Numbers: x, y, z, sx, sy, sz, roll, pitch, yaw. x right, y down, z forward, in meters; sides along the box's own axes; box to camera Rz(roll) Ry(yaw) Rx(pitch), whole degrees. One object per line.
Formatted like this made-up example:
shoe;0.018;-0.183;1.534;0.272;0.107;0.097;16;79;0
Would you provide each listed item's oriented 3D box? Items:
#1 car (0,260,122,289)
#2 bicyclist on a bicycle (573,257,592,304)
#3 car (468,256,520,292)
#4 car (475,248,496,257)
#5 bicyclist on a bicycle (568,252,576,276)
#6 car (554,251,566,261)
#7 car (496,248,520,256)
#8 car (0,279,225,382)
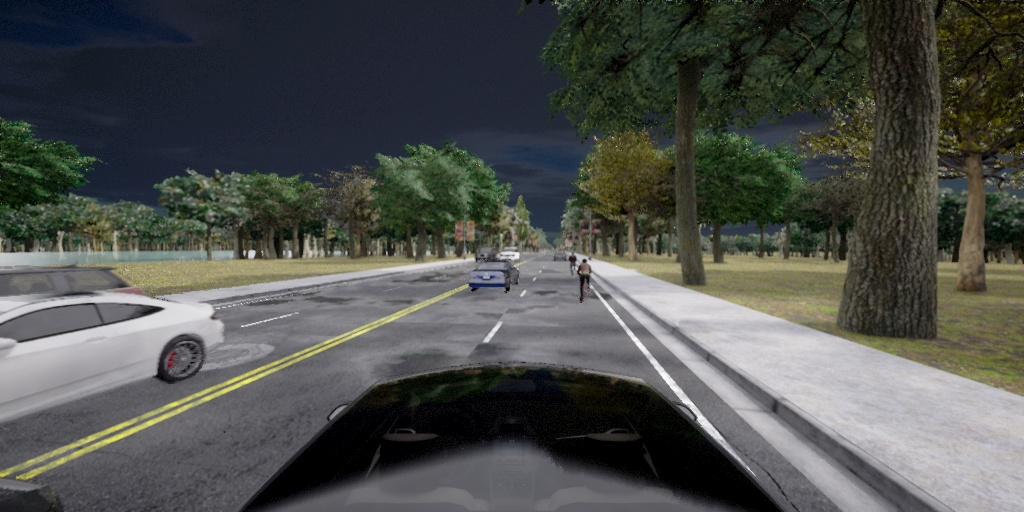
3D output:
car;-9.101;1.000;5.945;2.097;1.767;4.553;0;1;7
bicyclist on a bicycle;2.698;0.930;13.302;0.582;1.620;1.656;0;1;8
car;-0.767;0.914;17.961;2.033;1.411;5.357;0;1;8
car;-3.466;-0.136;48.637;2.150;2.045;5.566;0;1;8
bicyclist on a bicycle;4.240;0.570;25.022;0.659;1.776;1.843;0;2;8
car;7.508;-0.033;55.955;2.128;1.511;4.902;0;1;8
car;-0.253;-0.124;48.169;2.150;2.045;5.566;0;1;8
car;-6.041;1.213;4.289;1.812;1.442;4.674;0;1;8
